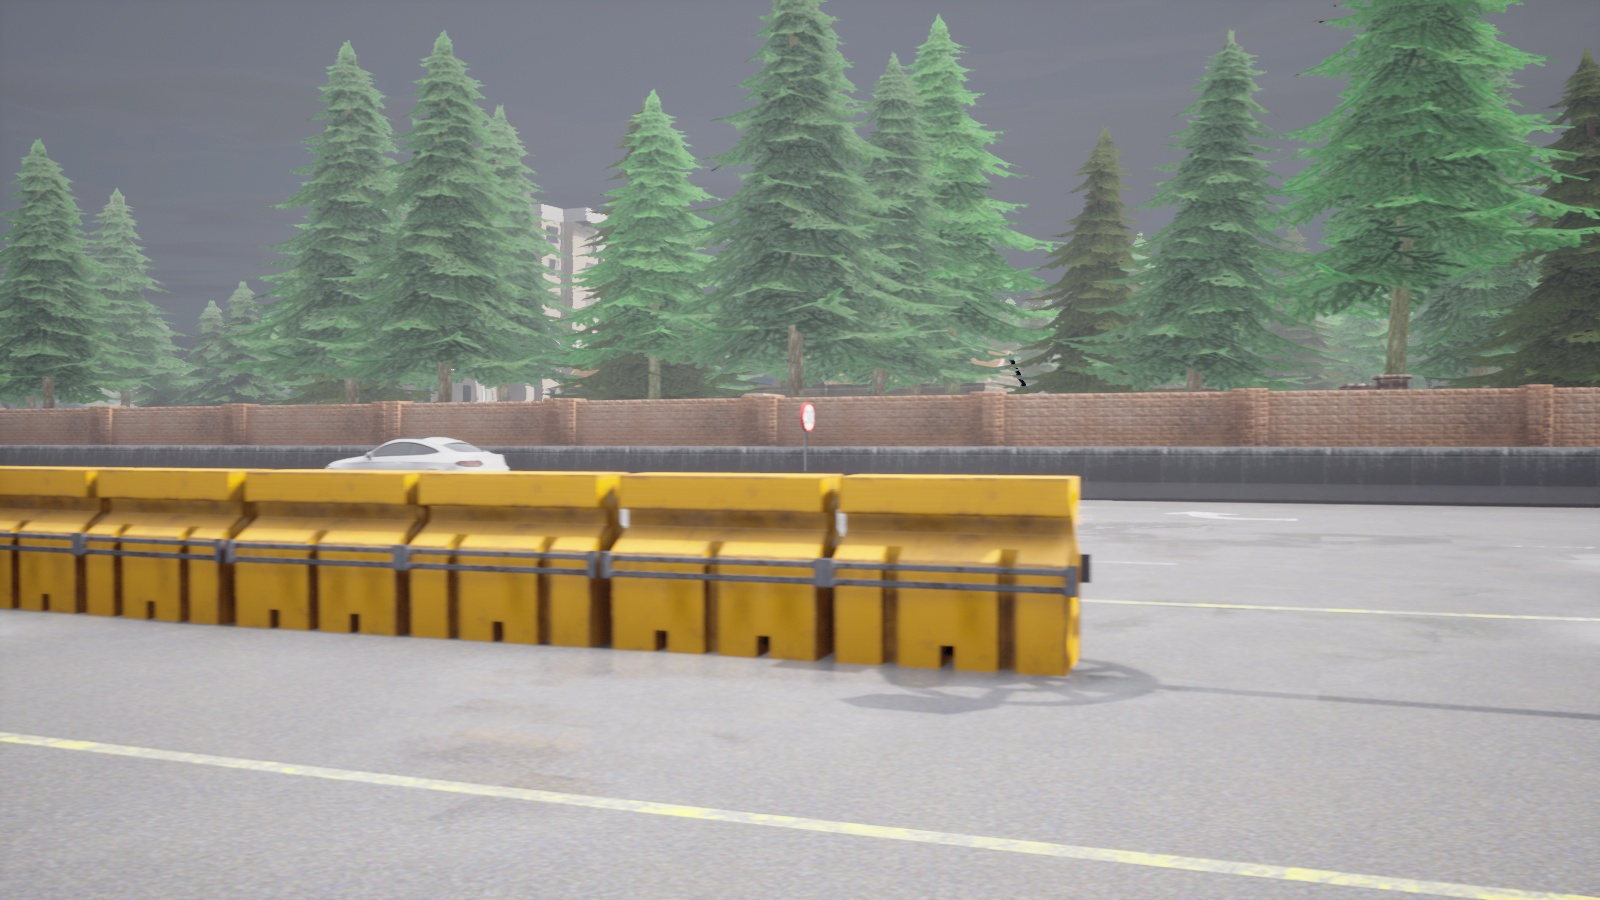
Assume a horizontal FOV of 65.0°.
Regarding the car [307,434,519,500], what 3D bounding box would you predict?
[{"bbox_3d":[-9.044,0.353,29.334,4.674,1.442,1.812,1,1,23],"label":"car"}]
